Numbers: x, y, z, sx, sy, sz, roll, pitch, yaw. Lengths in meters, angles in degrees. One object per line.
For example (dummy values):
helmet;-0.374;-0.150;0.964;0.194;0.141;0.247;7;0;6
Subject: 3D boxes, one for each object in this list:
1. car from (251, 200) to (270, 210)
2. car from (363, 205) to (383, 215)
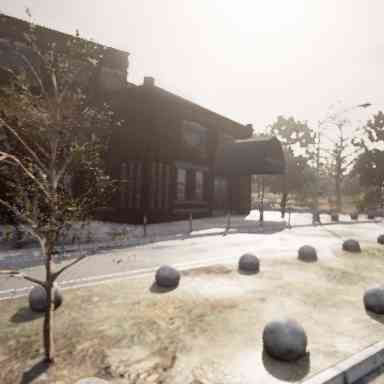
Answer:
car;9.169;1.912;49.431;4.902;1.511;2.128;2;-1;36
car;23.305;2.286;40.668;4.181;1.385;1.994;1;-1;18
